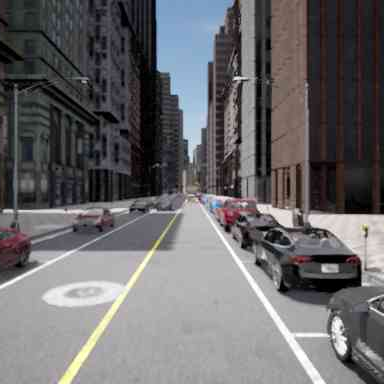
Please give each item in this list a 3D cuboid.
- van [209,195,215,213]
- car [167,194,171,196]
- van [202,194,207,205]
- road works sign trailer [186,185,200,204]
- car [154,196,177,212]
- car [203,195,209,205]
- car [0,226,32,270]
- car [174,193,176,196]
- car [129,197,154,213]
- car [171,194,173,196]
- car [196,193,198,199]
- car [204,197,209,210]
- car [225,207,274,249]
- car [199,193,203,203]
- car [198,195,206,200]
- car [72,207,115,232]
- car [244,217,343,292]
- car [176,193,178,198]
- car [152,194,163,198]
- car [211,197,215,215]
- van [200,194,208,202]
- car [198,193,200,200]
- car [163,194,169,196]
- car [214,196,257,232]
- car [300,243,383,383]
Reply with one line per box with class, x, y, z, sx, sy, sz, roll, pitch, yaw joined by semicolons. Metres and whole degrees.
van;2.756;1.333;31.285;1.690;1.788;3.998;0;0;0
car;-5.781;1.541;65.093;1.887;1.381;4.507;0;0;0
van;2.750;1.333;48.195;1.690;1.788;3.998;0;0;0
road works sign trailer;-0.004;0.460;62.830;2.380;3.560;2.880;0;0;0
car;-3.105;1.498;39.373;1.837;1.490;4.892;0;0;0
car;2.752;1.516;42.728;1.752;1.417;4.829;0;0;0
car;-5.763;1.578;8.730;1.802;1.307;4.206;0;0;0
car;-5.786;1.441;82.003;1.967;1.590;4.097;0;0;0
car;-5.771;1.557;36.912;1.947;1.339;4.313;0;0;0
car;-5.782;1.313;70.729;2.192;1.841;5.009;0;0;0
car;2.738;1.317;87.652;2.192;1.841;5.009;0;0;0
car;2.754;1.542;36.922;2.008;1.369;4.403;0;0;0
car;2.761;1.561;14.375;1.947;1.339;4.313;0;0;0
car;2.747;1.435;59.468;1.967;1.590;4.097;0;0;0
car;2.735;1.570;93.288;1.947;1.339;4.313;0;0;0
car;-5.766;1.576;20.003;1.802;1.307;4.206;0;0;0
car;2.763;1.562;8.738;1.947;1.339;4.313;0;0;0
car;-5.790;1.555;93.275;2.008;1.369;4.403;0;0;0
car;-5.775;1.432;48.185;1.967;1.590;4.097;0;0;0
car;2.758;1.433;25.649;1.967;1.590;4.097;0;0;0
van;2.741;1.340;76.378;1.690;1.788;3.998;0;0;0
car;2.743;1.438;70.741;1.967;1.590;4.097;0;0;0
car;-5.779;1.560;59.456;1.947;1.339;4.313;0;0;0
car;2.760;1.309;20.011;2.192;1.841;5.009;0;0;0
car;2.765;1.549;3.102;2.008;1.369;4.403;0;0;0
